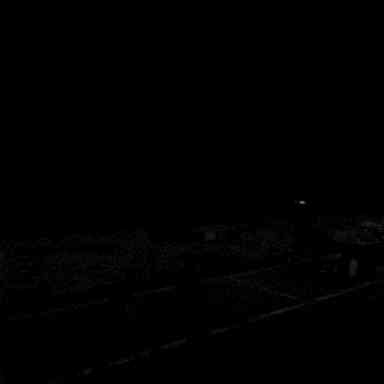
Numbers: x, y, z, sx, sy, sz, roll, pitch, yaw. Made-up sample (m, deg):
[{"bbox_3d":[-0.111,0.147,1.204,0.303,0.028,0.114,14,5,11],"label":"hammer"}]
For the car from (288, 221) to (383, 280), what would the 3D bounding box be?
[{"bbox_3d":[4.701,1.570,9.882,4.403,1.369,2.008,0,0,-35],"label":"car"}]
